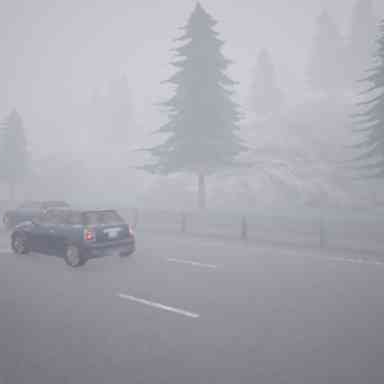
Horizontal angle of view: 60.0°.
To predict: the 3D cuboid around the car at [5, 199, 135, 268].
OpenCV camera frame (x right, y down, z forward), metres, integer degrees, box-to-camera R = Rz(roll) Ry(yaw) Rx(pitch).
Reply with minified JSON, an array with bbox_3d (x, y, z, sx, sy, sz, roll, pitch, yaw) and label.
[{"bbox_3d":[-4.099,1.264,11.232,4.553,1.767,2.097,1,0,36],"label":"car"}]
